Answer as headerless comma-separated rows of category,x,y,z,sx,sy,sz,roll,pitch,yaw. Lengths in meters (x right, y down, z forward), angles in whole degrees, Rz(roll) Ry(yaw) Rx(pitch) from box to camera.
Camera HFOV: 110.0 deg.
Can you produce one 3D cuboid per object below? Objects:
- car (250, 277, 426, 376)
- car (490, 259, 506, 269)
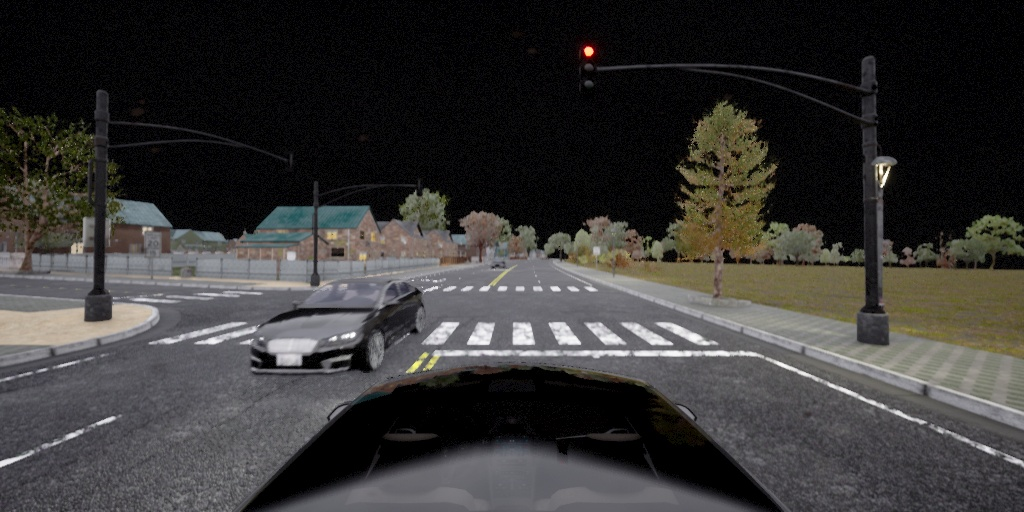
car,-3.211,1.228,7.646,2.128,1.511,4.902,0,0,0
car,-1.865,1.139,50.121,1.994,1.385,4.181,0,0,3
